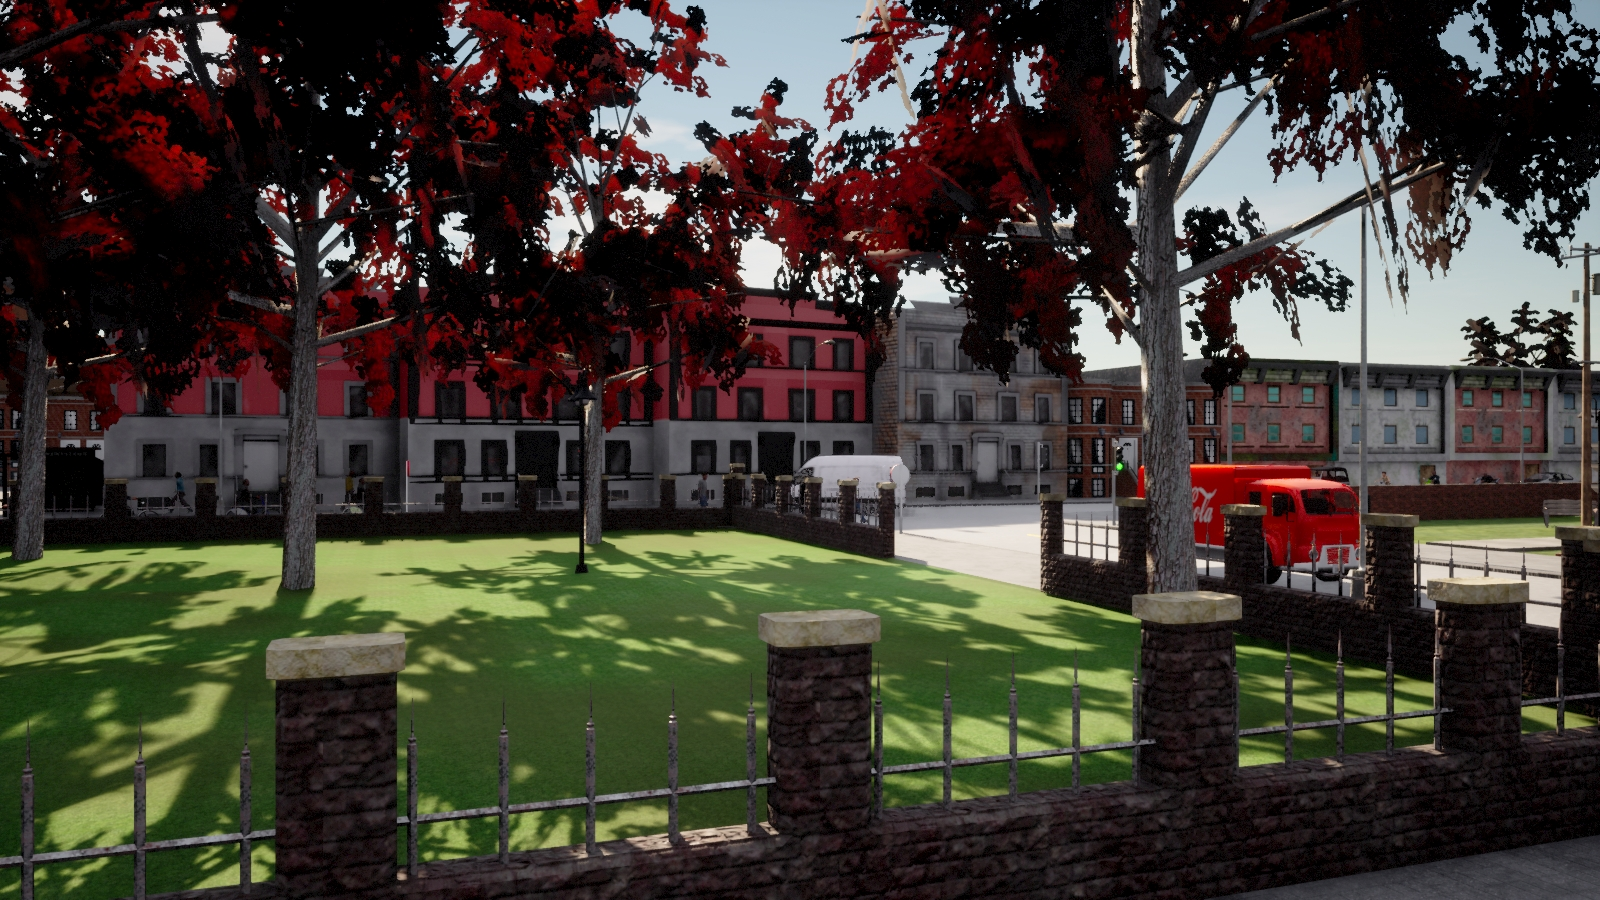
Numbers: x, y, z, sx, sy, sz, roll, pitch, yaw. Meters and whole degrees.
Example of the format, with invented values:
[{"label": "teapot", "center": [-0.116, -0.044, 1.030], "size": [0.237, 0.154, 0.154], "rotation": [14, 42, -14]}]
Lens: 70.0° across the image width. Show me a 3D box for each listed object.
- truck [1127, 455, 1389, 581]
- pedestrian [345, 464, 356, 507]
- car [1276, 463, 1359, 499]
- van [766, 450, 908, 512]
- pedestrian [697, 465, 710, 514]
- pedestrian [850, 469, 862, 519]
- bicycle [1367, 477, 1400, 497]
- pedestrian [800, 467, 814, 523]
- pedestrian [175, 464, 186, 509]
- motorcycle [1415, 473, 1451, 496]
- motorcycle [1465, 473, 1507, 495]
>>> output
[{"label": "truck", "center": [9.964, 1.348, 25.442], "size": [2.627, 2.467, 5.204], "rotation": [0, 0, -20]}, {"label": "pedestrian", "center": [-19.355, 1.524, 49.196], "size": [0.375, 1.860, 0.375], "rotation": [0, 0, -15]}, {"label": "car", "center": [28.140, 1.638, 62.162], "size": [3.866, 1.878, 1.905], "rotation": [0, 0, -20]}, {"label": "van", "center": [1.596, 1.314, 50.061], "size": [5.915, 2.561, 1.988], "rotation": [0, -1, 28]}, {"label": "pedestrian", "center": [-3.705, 1.526, 43.800], "size": [0.375, 1.860, 0.375], "rotation": [0, 0, 24]}, {"label": "pedestrian", "center": [2.092, 1.628, 42.791], "size": [0.375, 1.860, 0.375], "rotation": [0, 0, -13]}, {"label": "bicycle", "center": [32.543, 2.036, 63.766], "size": [1.487, 1.080, 0.859], "rotation": [0, 0, -20]}, {"label": "pedestrian", "center": [0.238, 1.525, 38.829], "size": [0.375, 1.860, 0.375], "rotation": [0, 0, -22]}, {"label": "pedestrian", "center": [-25.891, 1.522, 47.760], "size": [0.375, 1.860, 0.375], "rotation": [0, 0, -24]}, {"label": "motorcycle", "center": [36.002, 1.962, 64.979], "size": [1.805, 1.236, 0.856], "rotation": [0, 0, -20]}, {"label": "motorcycle", "center": [39.853, 1.985, 66.375], "size": [2.209, 1.251, 0.867], "rotation": [0, 0, -20]}]
